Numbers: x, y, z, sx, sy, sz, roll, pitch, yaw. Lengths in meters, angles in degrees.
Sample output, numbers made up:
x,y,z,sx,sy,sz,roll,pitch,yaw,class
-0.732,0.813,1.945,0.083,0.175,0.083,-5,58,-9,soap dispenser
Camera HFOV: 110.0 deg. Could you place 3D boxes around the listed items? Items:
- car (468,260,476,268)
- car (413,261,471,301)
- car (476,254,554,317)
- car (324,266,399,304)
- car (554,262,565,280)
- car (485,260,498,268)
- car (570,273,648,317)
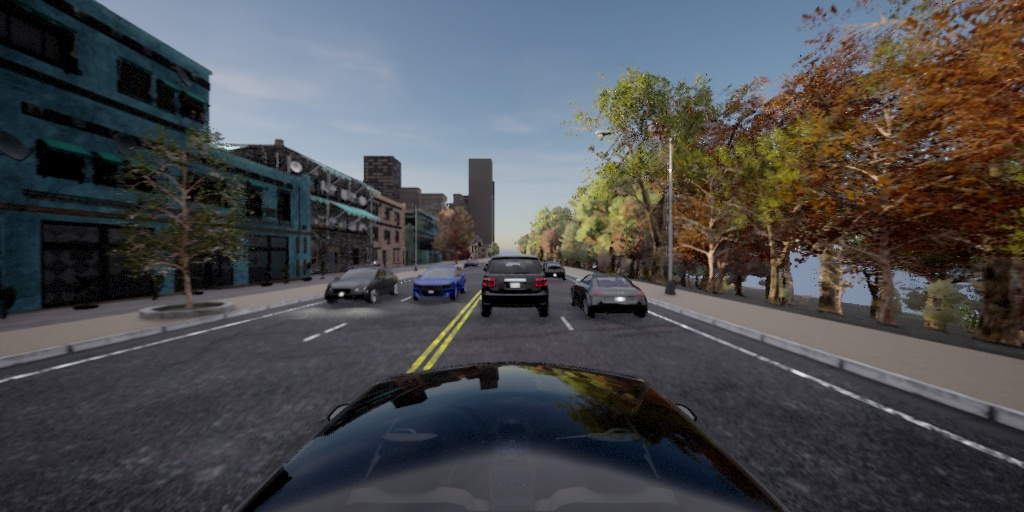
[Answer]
x,y,z,sx,sy,sz,roll,pitch,yaw,class
-6.571,1.290,58.333,1.895,1.301,4.718,0,0,1,car
-3.356,1.211,17.357,1.882,1.535,5.008,0,0,0,car
0.095,0.960,13.336,2.150,2.045,5.566,0,0,0,car
-6.606,1.240,16.314,1.837,1.490,4.892,0,0,0,car
3.339,1.225,30.284,1.837,1.490,4.892,0,0,0,car
-3.318,1.290,58.765,1.895,1.301,4.718,0,0,1,car
3.344,1.302,13.080,1.994,1.385,4.181,0,0,0,car
